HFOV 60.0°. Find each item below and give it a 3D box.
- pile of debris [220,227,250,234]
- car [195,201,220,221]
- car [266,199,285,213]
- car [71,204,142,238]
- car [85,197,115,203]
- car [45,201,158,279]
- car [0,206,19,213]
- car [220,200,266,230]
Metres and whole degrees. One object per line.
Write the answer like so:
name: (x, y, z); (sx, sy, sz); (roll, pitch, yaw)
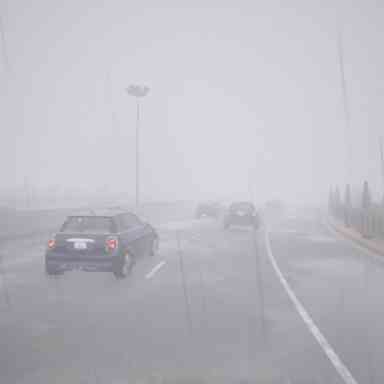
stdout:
pile of debris: (2.508, 2.186, 19.144); (1.500, 0.140, 1.860); (0, 0, 14)
car: (1.702, 1.509, 27.835); (1.837, 1.490, 4.892); (0, 0, 19)
car: (9.642, 1.524, 38.656); (1.882, 1.535, 5.008); (0, 0, 22)
car: (-4.551, 1.477, 18.607); (1.837, 1.490, 4.892); (0, 0, 12)
car: (-11.677, 1.426, 42.318); (2.128, 1.511, 4.902); (0, 0, 22)
car: (-2.478, 1.336, 10.285); (2.097, 1.767, 4.553); (0, 0, 7)
car: (-11.725, 1.533, 19.450); (1.895, 1.301, 4.718); (0, 0, 12)
car: (3.451, 1.365, 21.717); (2.097, 1.767, 4.553); (0, 0, 15)
